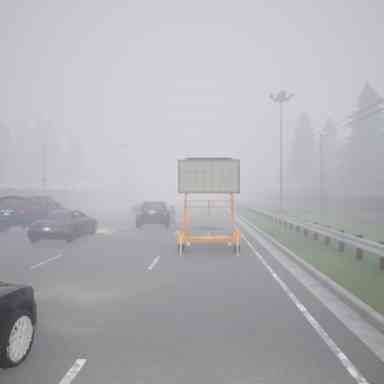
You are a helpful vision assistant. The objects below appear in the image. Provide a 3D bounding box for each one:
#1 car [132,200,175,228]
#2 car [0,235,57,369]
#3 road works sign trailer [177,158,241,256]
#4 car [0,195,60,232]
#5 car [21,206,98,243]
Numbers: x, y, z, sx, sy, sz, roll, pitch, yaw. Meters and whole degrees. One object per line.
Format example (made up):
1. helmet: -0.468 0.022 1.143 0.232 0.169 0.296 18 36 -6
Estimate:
1. car: -2.332 1.342 22.342 2.097 1.767 4.553 0 0 3
2. car: -3.196 1.476 2.724 1.882 1.535 5.008 0 0 3
3. road works sign trailer: 0.663 0.458 13.075 2.380 3.560 2.880 0 0 3
4. car: -9.445 1.214 19.940 2.150 2.045 5.566 0 0 3
5. car: -6.105 1.556 16.217 1.994 1.385 4.181 0 0 3
